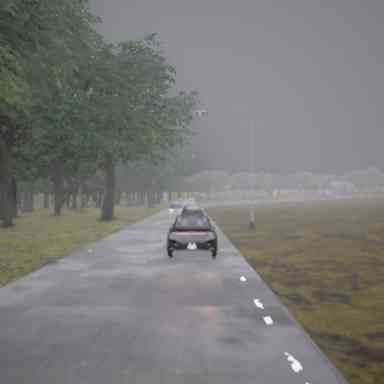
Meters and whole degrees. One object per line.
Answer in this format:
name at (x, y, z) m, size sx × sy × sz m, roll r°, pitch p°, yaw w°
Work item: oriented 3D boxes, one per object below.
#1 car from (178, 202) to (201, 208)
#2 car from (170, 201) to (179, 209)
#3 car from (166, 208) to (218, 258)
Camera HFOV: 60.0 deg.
car at (0.018, 1.827, 29.252) m, size 1.882 × 1.535 × 5.008 m, roll 0°, pitch 0°, yaw 0°
car at (-2.832, 2.294, 58.593) m, size 1.812 × 1.442 × 4.674 m, roll 0°, pitch -1°, yaw 0°
car at (0.017, 1.643, 13.516) m, size 2.128 × 1.511 × 4.902 m, roll 0°, pitch -1°, yaw 0°
